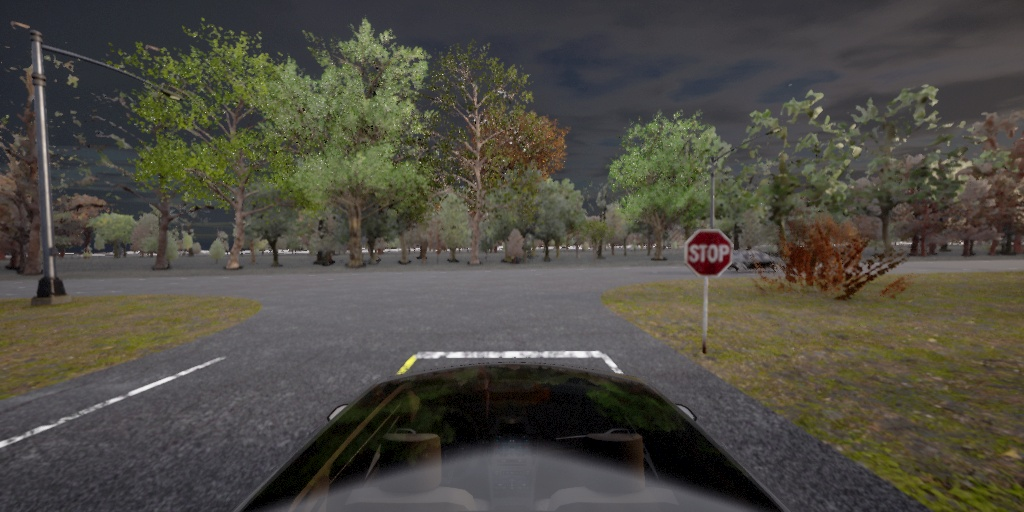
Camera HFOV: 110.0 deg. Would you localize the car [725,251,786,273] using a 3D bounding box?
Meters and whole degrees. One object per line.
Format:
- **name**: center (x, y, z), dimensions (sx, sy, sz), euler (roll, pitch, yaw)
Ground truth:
- **car**: center (16.815, 0.379, 25.353), dimensions (4.902, 1.511, 2.128), euler (-1, 2, -8)
